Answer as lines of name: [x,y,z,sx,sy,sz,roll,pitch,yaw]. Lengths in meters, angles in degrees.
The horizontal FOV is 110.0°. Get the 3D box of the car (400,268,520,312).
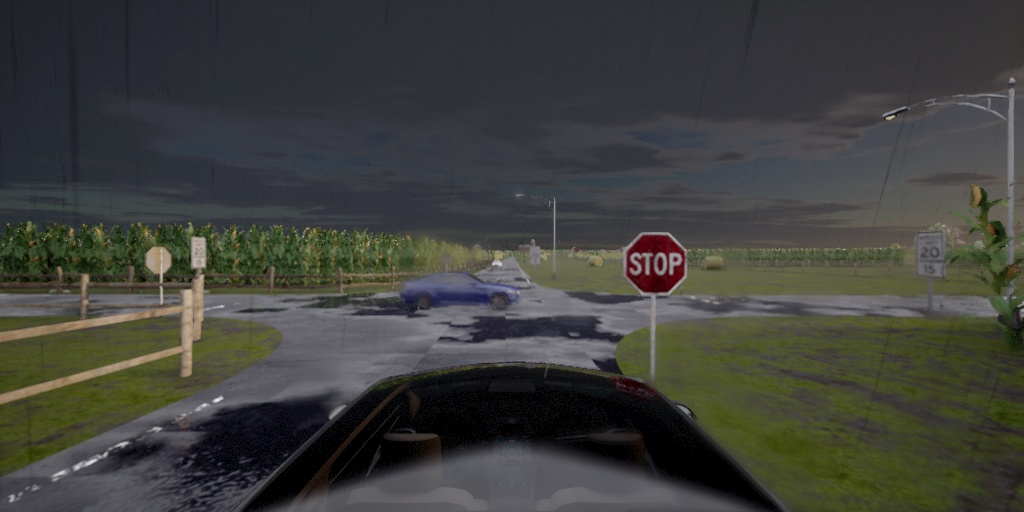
car: [-2.023,1.354,14.232,4.674,1.442,1.812,0,0,-1]
